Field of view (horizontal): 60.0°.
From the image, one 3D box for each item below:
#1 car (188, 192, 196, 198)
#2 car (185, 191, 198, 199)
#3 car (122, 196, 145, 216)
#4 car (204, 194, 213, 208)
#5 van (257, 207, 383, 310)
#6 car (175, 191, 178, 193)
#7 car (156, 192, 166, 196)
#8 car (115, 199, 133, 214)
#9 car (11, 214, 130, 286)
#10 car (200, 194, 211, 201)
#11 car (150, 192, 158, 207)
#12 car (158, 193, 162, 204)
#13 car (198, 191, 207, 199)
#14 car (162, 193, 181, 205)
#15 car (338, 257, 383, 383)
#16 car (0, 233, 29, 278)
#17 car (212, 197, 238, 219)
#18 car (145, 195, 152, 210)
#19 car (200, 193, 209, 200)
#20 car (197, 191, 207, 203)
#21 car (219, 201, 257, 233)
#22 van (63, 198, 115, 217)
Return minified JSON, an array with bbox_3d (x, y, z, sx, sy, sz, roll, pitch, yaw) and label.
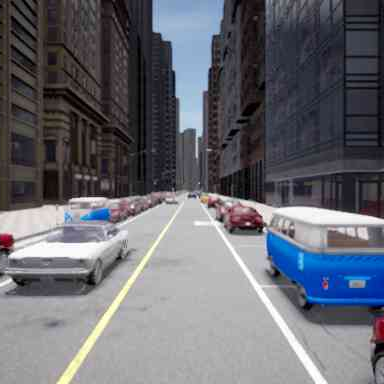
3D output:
[{"bbox_3d":[0.009,0.843,93.070,2.128,1.511,4.902,0,0,0],"label":"car"},{"bbox_3d":[0.008,0.698,76.420,2.097,1.767,4.553,0,0,0],"label":"car"},{"bbox_3d":[-5.756,1.239,29.817,1.967,1.590,4.097,0,0,0],"label":"car"},{"bbox_3d":[2.770,1.269,41.031,1.887,1.381,4.507,0,0,0],"label":"car"},{"bbox_3d":[2.767,1.290,7.417,1.690,1.788,3.998,0,0,0],"label":"van"},{"bbox_3d":[-5.751,0.845,91.434,1.967,1.590,4.097,0,0,0],"label":"car"},{"bbox_3d":[-5.754,0.964,52.222,2.192,1.841,5.009,0,0,0],"label":"car"},{"bbox_3d":[-5.758,1.418,24.215,1.802,1.307,4.206,0,0,0],"label":"car"},{"bbox_3d":[-3.100,1.537,9.306,1.895,1.301,4.718,0,0,0],"label":"car"},{"bbox_3d":[2.772,1.092,69.040,2.008,1.369,4.403,0,0,0],"label":"car"},{"bbox_3d":[-5.755,1.164,41.019,1.967,1.590,4.097,0,0,0],"label":"car"},{"bbox_3d":[-5.755,1.252,46.622,1.947,1.339,4.313,0,0,0],"label":"car"},{"bbox_3d":[2.774,0.753,85.845,2.192,1.841,5.009,0,0,0],"label":"car"},{"bbox_3d":[-3.073,1.256,51.341,1.895,1.301,4.718,0,0,0],"label":"car"},{"bbox_3d":[2.766,1.532,1.816,1.887,1.381,4.507,0,0,0],"label":"car"},{"bbox_3d":[-5.759,1.494,7.411,1.887,1.381,4.507,0,0,0],"label":"car"},{"bbox_3d":[2.768,1.276,24.224,1.967,1.590,4.097,0,0,0],"label":"car"},{"bbox_3d":[-5.756,1.327,35.419,1.947,1.339,4.313,0,0,0],"label":"car"},{"bbox_3d":[2.773,0.946,74.642,1.967,1.590,4.097,0,0,0],"label":"car"},{"bbox_3d":[2.356,1.070,57.877,1.801,1.575,5.366,0,0,0],"label":"car"},{"bbox_3d":[2.767,1.419,18.623,1.887,1.381,4.507,0,0,0],"label":"car"},{"bbox_3d":[-5.757,1.215,18.613,1.690,1.788,3.998,0,0,0],"label":"van"}]
